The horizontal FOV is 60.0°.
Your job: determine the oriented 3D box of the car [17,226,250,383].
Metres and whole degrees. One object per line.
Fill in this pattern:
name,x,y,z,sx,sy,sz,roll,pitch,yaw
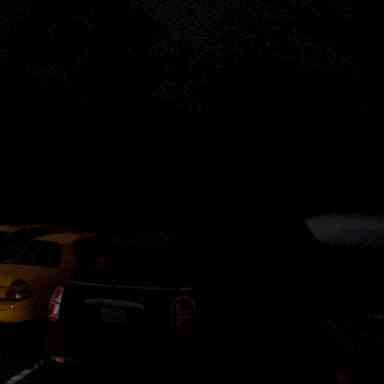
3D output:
car,-0.269,1.396,5.660,2.185,1.767,4.553,-1,-1,16

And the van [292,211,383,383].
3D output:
van,2.117,1.262,3.853,1.878,1.987,4.442,0,-1,16

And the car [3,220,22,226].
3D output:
car,-5.085,1.582,9.010,1.946,1.575,5.366,0,-1,17

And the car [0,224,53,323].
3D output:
car,-2.601,1.555,7.610,1.946,1.575,5.366,-1,-1,16
